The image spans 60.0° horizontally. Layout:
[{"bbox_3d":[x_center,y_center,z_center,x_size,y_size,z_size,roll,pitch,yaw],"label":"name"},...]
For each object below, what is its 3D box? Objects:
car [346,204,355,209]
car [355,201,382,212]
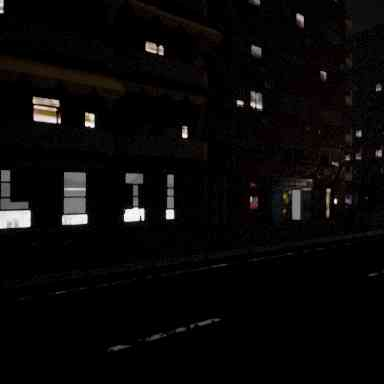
[{"bbox_3d":[15.489,1.590,38.338,2.192,1.841,5.009,-1,0,-36],"label":"car"},{"bbox_3d":[22.478,1.849,43.436,1.802,1.307,4.206,-1,0,-36],"label":"car"}]
